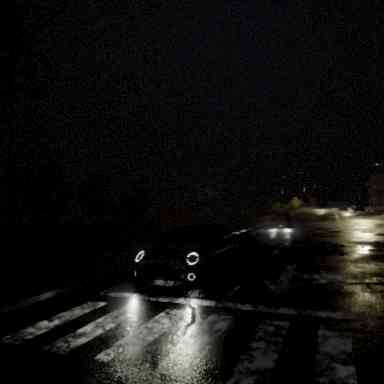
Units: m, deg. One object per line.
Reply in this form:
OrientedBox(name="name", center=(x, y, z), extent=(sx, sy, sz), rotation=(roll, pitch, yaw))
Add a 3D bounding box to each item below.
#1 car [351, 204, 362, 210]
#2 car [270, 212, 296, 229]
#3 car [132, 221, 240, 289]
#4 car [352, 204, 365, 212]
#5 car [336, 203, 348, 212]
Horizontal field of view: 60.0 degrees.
OrientedBox(name="car", center=(40.303, 3.726, 81.514), extent=(2.033, 1.411, 5.357), rotation=(-2, -3, 23))
OrientedBox(name="car", center=(8.727, 2.629, 31.429), extent=(2.033, 1.411, 5.357), rotation=(-2, -3, 23))
OrientedBox(name="car", center=(0.017, 1.794, 10.609), extent=(2.097, 1.767, 4.553), rotation=(-2, -3, 23))
OrientedBox(name="car", center=(36.453, 3.615, 72.281), extent=(1.994, 1.385, 4.181), rotation=(-2, -3, 23))
OrientedBox(name="car", center=(33.293, 3.697, 73.147), extent=(2.128, 1.511, 4.902), rotation=(-2, -3, 23))
